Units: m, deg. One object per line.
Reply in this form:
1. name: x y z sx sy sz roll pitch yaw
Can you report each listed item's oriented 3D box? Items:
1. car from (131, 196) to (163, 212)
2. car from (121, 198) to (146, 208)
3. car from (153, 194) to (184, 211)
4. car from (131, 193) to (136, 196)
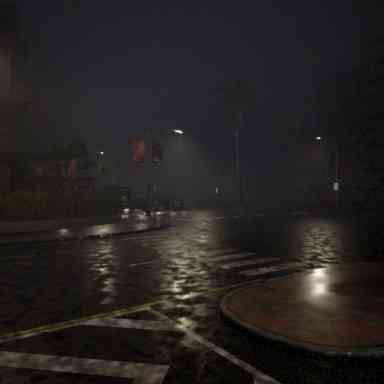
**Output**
1. car: -5.641 1.526 39.190 1.812 1.442 4.674 0 0 -35
2. car: -8.782 1.601 49.841 1.895 1.301 4.718 0 0 -34
3. car: -3.195 1.221 41.829 2.150 2.045 5.566 0 0 -35
4. car: -13.392 1.220 68.456 2.150 2.045 5.566 0 0 -39
